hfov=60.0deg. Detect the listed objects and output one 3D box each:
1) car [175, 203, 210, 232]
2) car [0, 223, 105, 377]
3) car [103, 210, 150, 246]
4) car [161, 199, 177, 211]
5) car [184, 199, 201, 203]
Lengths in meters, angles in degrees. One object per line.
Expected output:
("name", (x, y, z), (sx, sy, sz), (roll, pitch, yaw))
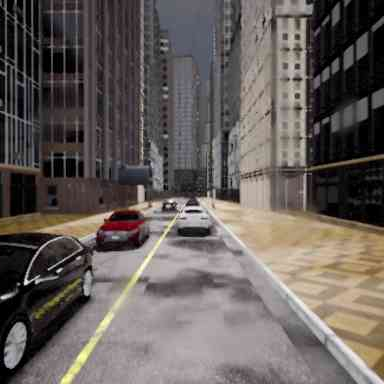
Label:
("car", (0.100, 1.611, 20.572), (1.812, 1.442, 4.674), (0, 0, 0))
("car", (-3.092, 1.528, 5.636), (1.837, 1.490, 4.892), (0, 0, 0))
("car", (-3.084, 1.591, 15.753), (1.812, 1.442, 4.674), (0, 0, 0))
("car", (-3.002, 1.694, 44.696), (2.128, 1.511, 4.902), (0, 0, 0))
("car", (0.095, 1.701, 43.762), (1.837, 1.490, 4.892), (0, 0, 0))
